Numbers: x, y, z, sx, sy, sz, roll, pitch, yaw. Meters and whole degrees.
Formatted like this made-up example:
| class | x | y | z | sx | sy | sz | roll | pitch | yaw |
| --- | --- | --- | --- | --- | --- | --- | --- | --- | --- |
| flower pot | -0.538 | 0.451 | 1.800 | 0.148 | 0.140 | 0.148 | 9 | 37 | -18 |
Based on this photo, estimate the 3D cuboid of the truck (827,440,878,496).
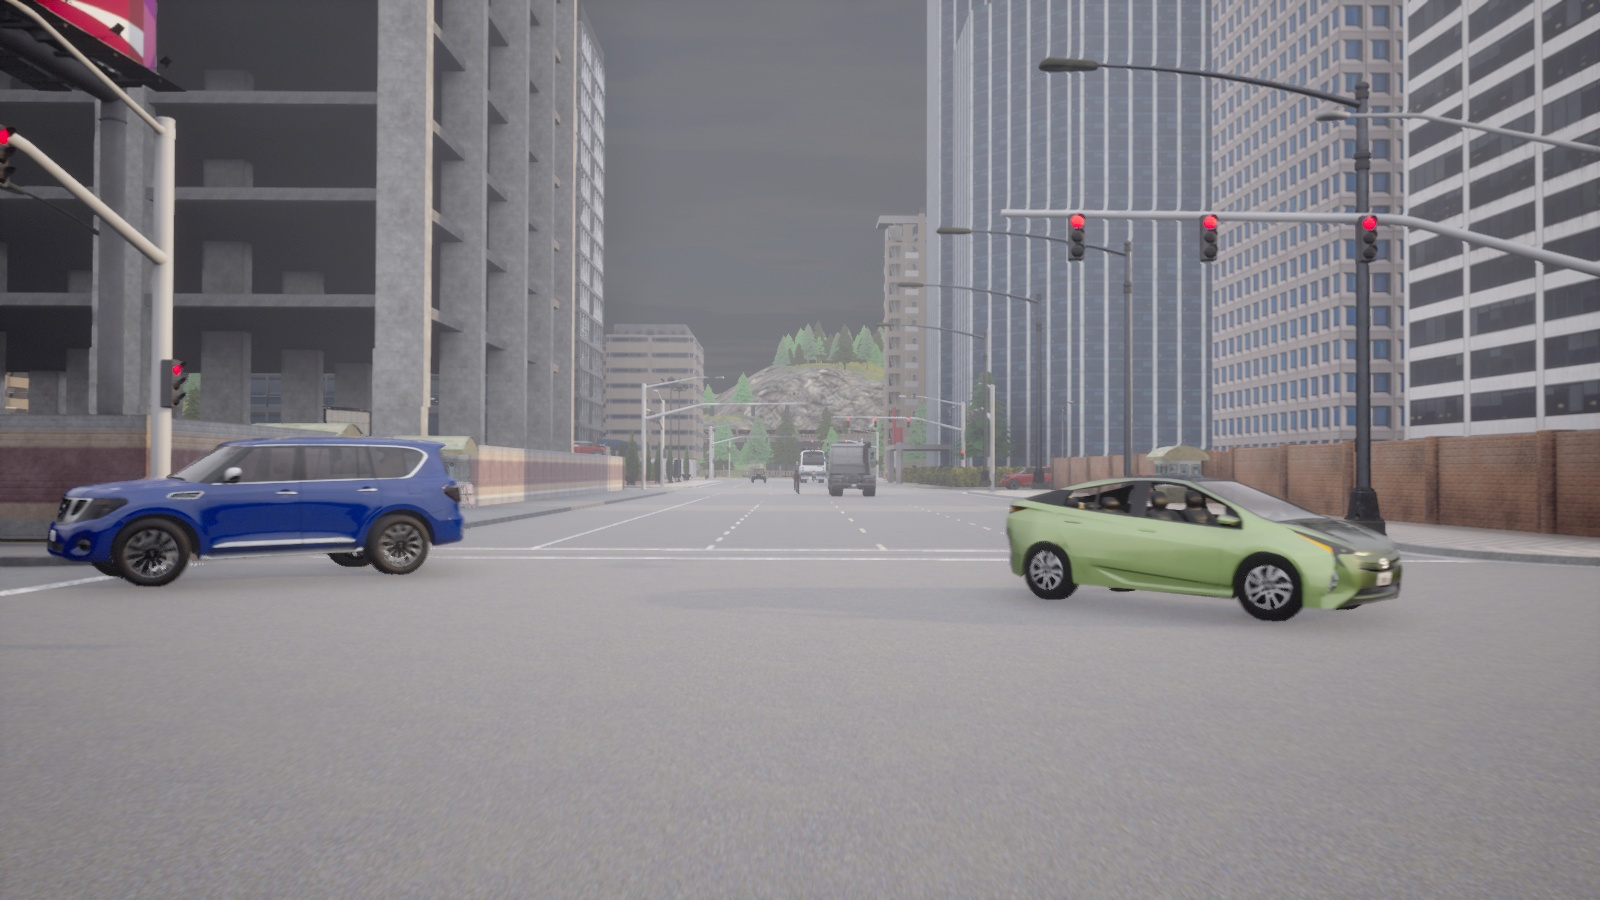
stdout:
| class | x | y | z | sx | sy | sz | roll | pitch | yaw |
| --- | --- | --- | --- | --- | --- | --- | --- | --- | --- |
| truck | 3.304 | 1.173 | 80.873 | 2.891 | 3.462 | 7.936 | 0 | -1 | 0 |

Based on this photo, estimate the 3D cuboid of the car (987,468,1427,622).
| class | x | y | z | sx | sy | sz | roll | pitch | yaw |
| --- | --- | --- | --- | --- | --- | --- | --- | --- | --- |
| car | 4.626 | 0.991 | 14.811 | 2.007 | 1.525 | 4.514 | 1 | -1 | -43 |

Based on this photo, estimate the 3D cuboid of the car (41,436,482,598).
| class | x | y | z | sx | sy | sz | roll | pitch | yaw |
| --- | --- | --- | --- | --- | --- | --- | --- | --- | --- |
| car | -7.724 | 0.872 | 18.383 | 5.566 | 2.045 | 2.150 | 1 | -1 | -38 |
